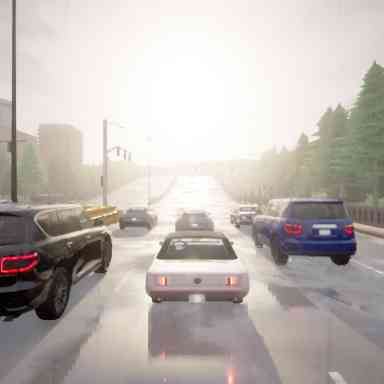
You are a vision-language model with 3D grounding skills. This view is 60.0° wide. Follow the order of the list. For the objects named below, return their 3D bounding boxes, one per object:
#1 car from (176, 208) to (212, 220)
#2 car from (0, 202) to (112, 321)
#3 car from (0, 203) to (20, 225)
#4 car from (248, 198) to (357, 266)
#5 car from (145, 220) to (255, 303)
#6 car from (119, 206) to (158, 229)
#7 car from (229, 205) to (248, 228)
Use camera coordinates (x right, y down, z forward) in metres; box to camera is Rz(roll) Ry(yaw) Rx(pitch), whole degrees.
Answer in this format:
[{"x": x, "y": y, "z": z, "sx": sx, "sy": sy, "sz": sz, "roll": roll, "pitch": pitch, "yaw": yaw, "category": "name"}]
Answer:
[{"x": 0.125, "y": 1.564, "z": 17.976, "sx": 1.994, "sy": 1.385, "sz": 4.181, "roll": 0, "pitch": 0, "yaw": 0, "category": "car"}, {"x": -3.383, "y": 1.222, "z": 7.398, "sx": 2.150, "sy": 2.045, "sz": 5.566, "roll": 0, "pitch": 0, "yaw": -1, "category": "car"}, {"x": -14.006, "y": 1.525, "z": 22.997, "sx": 1.812, "sy": 1.442, "sz": 4.674, "roll": 0, "pitch": 0, "yaw": 1, "category": "car"}, {"x": 3.613, "y": 1.217, "z": 11.729, "sx": 2.150, "sy": 2.045, "sz": 5.566, "roll": 0, "pitch": -1, "yaw": 0, "category": "car"}, {"x": 0.110, "y": 1.601, "z": 8.125, "sx": 1.895, "sy": 1.301, "sz": 4.718, "roll": 0, "pitch": 0, "yaw": 0, "category": "car"}, {"x": -3.371, "y": 1.564, "z": 21.473, "sx": 1.994, "sy": 1.385, "sz": 4.181, "roll": 0, "pitch": 0, "yaw": 0, "category": "car"}, {"x": 3.628, "y": 1.547, "z": 21.979, "sx": 2.033, "sy": 1.411, "sz": 5.357, "roll": 0, "pitch": 0, "yaw": 0, "category": "car"}]
